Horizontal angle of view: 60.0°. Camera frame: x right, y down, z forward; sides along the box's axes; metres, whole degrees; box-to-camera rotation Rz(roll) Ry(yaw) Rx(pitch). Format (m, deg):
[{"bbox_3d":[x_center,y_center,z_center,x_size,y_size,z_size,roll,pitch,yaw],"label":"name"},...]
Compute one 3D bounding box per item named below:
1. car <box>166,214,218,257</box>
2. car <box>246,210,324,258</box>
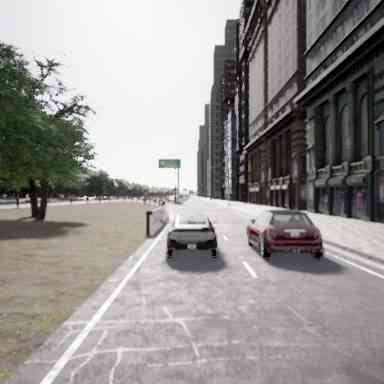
[{"bbox_3d":[0.013,1.625,13.496,2.128,1.511,4.902,0,0,0],"label":"car"},{"bbox_3d":[3.513,1.482,13.414,2.097,1.767,4.553,0,-1,0],"label":"car"}]
